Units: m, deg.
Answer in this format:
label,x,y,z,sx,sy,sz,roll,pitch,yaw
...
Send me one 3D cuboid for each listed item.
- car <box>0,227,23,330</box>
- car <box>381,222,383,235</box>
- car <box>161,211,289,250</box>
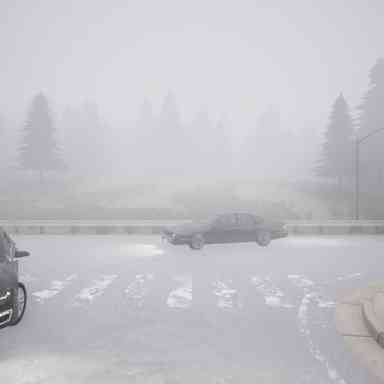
label,x,y,z,sx,sy,sz,roll,pitch,yaw
car,-4.457,1.505,6.560,1.837,1.490,4.892,0,0,-28
car,11.238,1.492,15.079,4.902,1.511,2.128,0,0,0
car,1.459,1.547,14.201,5.357,1.411,2.033,0,0,-20
